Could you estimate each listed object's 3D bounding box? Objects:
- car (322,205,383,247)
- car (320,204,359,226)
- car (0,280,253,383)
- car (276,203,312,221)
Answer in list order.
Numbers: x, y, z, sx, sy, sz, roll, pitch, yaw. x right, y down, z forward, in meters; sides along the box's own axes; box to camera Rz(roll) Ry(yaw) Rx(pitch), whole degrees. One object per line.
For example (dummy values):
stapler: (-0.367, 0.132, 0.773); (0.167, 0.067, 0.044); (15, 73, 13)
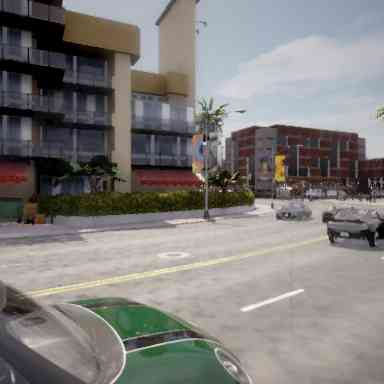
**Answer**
car: (7.737, 1.489, 15.087); (2.128, 1.511, 4.902); (0, 0, 42)
car: (11.235, 1.644, 25.119); (1.895, 1.301, 4.718); (0, 0, 34)
car: (-1.661, 1.349, 2.094); (4.553, 1.767, 2.097); (0, 0, -36)
car: (8.363, 1.586, 27.119); (1.994, 1.385, 4.181); (0, 0, 34)
